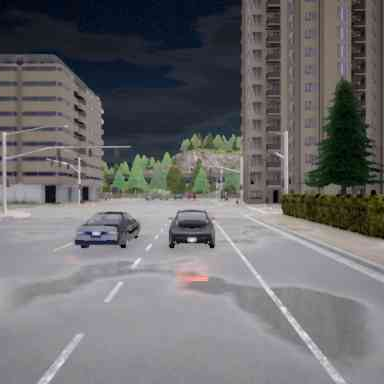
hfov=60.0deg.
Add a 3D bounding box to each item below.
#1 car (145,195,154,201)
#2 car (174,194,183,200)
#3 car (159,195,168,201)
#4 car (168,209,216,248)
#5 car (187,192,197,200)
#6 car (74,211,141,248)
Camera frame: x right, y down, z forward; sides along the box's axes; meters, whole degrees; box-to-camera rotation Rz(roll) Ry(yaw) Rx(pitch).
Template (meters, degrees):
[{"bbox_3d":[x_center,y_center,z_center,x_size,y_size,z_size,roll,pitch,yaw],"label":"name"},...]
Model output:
[{"bbox_3d":[-10.500,1.500,83.067,2.128,1.511,4.902,0,0,0],"label":"car"},{"bbox_3d":[-3.500,1.192,86.468,2.097,1.767,4.553,0,0,0],"label":"car"},{"bbox_3d":[-7.000,1.528,83.067,1.994,1.385,4.181,0,0,0],"label":"car"},{"bbox_3d":[0.000,1.514,14.650,1.837,1.490,4.892,0,0,0],"label":"car"},{"bbox_3d":[0.000,1.062,86.528,2.150,2.045,5.566,0,0,0],"label":"car"},{"bbox_3d":[-3.500,1.561,14.650,2.033,1.411,5.357,0,0,0],"label":"car"}]
